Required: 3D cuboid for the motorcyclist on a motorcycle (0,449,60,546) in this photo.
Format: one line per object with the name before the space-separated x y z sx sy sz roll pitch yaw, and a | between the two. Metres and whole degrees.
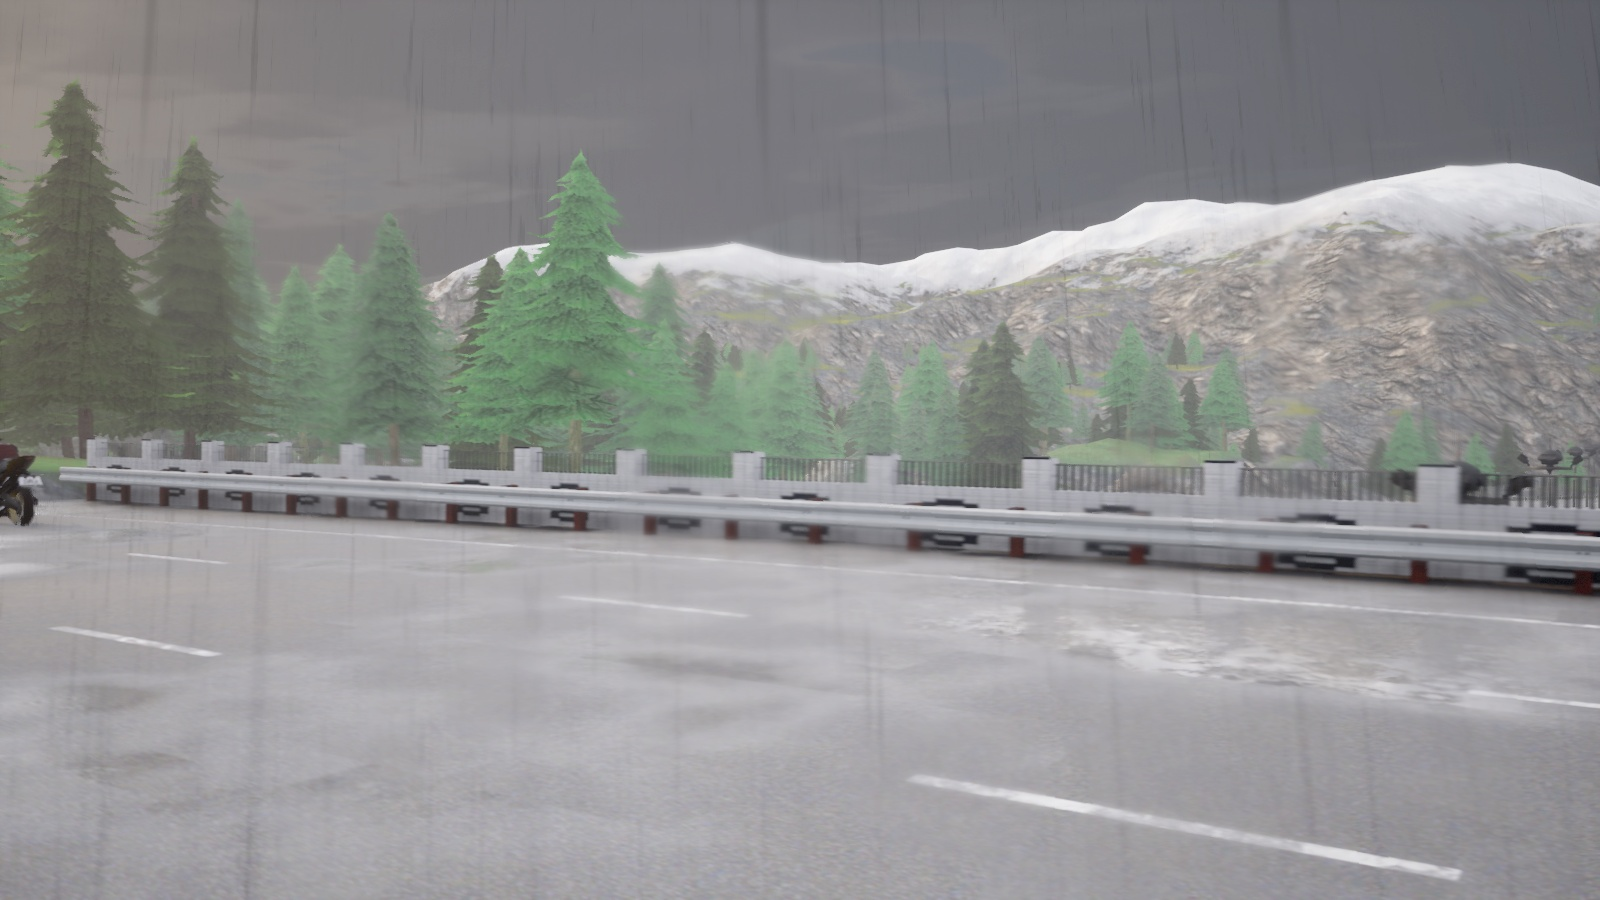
motorcyclist on a motorcycle | -13.343 0.762 20.895 2.191 1.530 0.866 -1 1 34
